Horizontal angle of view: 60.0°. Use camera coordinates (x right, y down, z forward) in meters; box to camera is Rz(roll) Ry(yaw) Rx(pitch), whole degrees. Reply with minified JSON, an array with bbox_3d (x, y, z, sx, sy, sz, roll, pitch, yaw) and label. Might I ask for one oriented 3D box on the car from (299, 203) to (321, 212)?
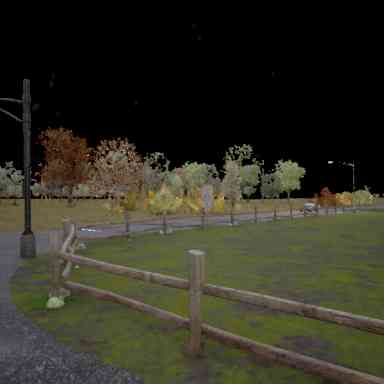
[{"bbox_3d":[18.874,2.448,52.974,2.033,1.411,5.357,-1,-2,40],"label":"car"}]
